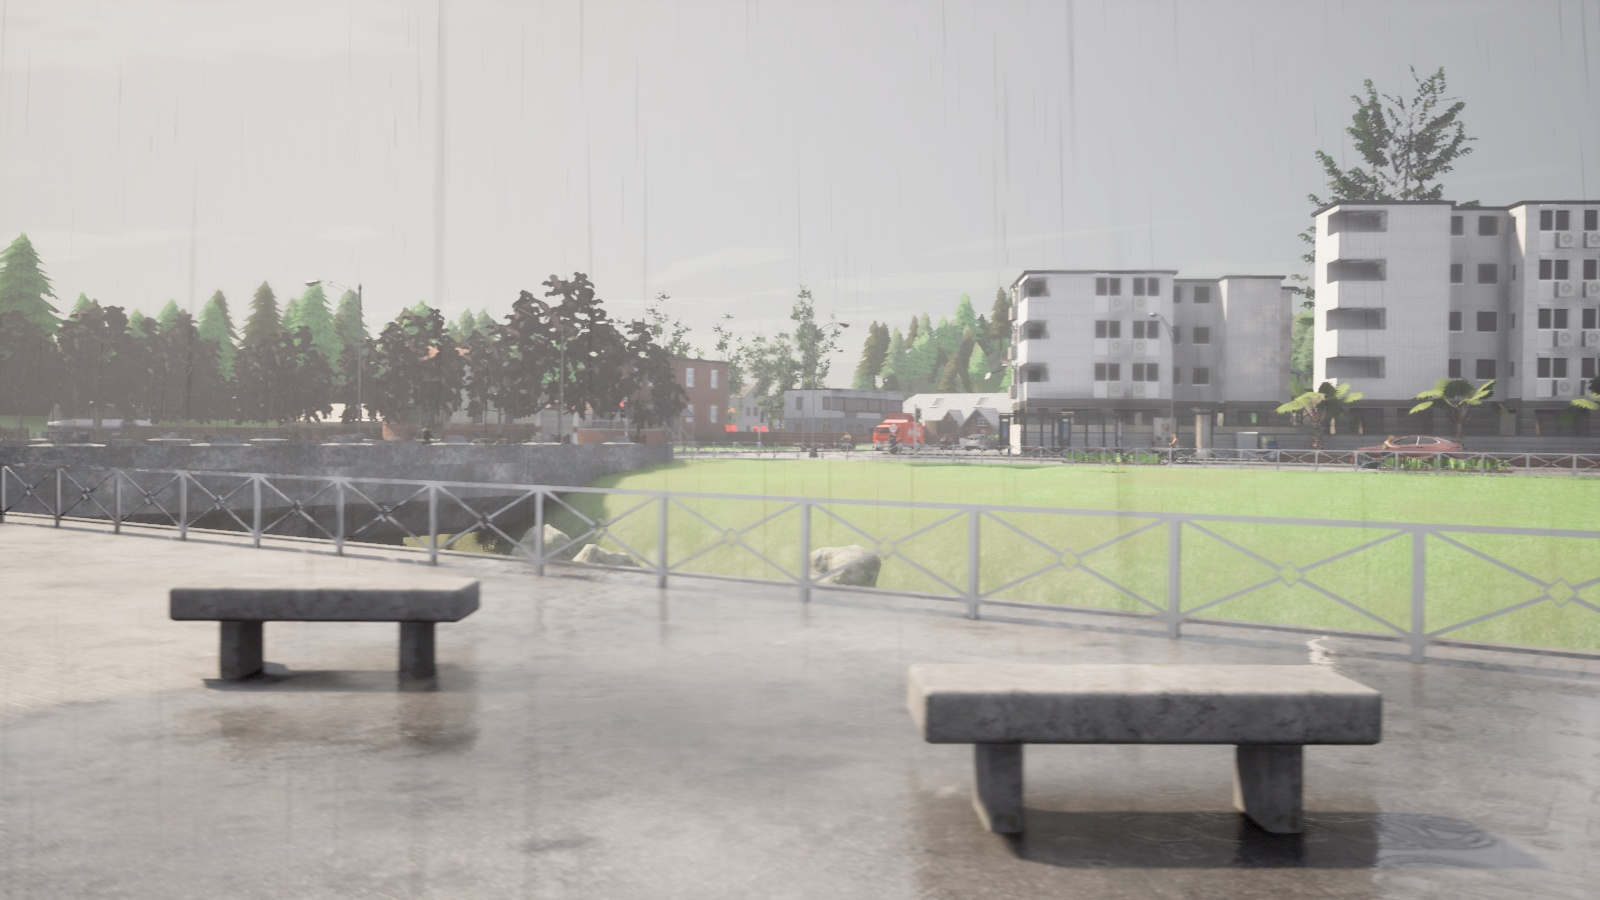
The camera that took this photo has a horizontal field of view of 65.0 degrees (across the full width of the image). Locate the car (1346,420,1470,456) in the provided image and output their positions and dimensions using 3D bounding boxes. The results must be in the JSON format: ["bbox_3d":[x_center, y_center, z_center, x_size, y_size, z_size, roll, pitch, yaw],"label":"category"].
[{"bbox_3d":[28.679,-0.558,59.249,5.027,1.651,2.152,0,1,34],"label":"car"}]
